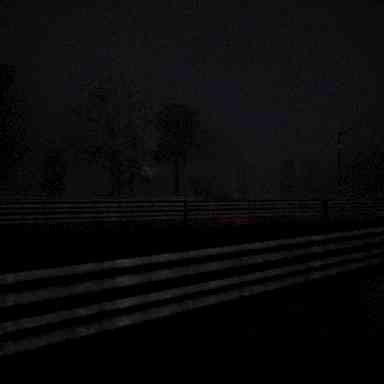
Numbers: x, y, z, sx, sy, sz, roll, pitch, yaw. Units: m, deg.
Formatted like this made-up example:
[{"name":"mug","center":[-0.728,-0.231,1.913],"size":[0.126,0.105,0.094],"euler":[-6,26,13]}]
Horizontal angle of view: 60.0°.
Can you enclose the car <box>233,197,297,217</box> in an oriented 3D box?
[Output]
[{"name":"car","center":[6.167,1.183,26.453],"size":[4.902,1.511,2.128],"euler":[0,0,-22]}]

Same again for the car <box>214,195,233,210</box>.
[{"name":"car","center":[4.670,1.218,29.614],"size":[4.674,1.442,1.812],"euler":[0,0,-22]}]

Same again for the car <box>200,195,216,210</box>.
[{"name":"car","center":[3.130,1.045,32.775],"size":[4.553,1.767,2.097],"euler":[0,0,-22]}]
